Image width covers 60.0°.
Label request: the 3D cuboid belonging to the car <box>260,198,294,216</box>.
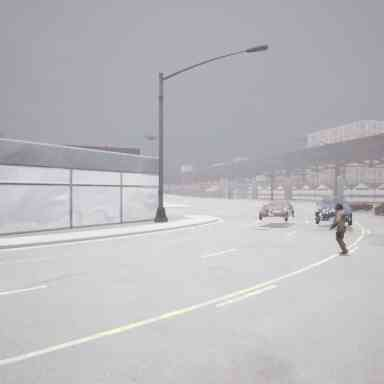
[{"bbox_3d":[5.827,1.139,22.544,1.812,1.442,4.674,0,0,24],"label":"car"}]

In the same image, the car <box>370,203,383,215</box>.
[{"bbox_3d":[18.612,1.526,30.658,1.812,1.442,4.674,0,0,6],"label":"car"}]

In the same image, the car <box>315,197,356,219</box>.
[{"bbox_3d":[9.025,1.009,21.122,2.097,1.767,4.553,0,0,24],"label":"car"}]

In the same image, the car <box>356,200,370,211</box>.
[{"bbox_3d":[19.243,1.601,39.668,1.895,1.301,4.718,0,0,-9],"label":"car"}]

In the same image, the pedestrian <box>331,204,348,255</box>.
[{"bbox_3d":[5.326,1.294,11.929,0.375,1.860,0.375,0,0,38],"label":"pedestrian"}]
